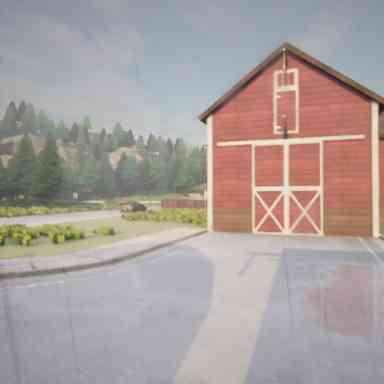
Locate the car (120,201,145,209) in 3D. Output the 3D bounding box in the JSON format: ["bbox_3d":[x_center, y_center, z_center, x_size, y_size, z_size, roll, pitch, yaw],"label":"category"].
[{"bbox_3d":[-7.324,1.858,41.265,1.816,1.474,4.193,-6,-2,16],"label":"car"}]
